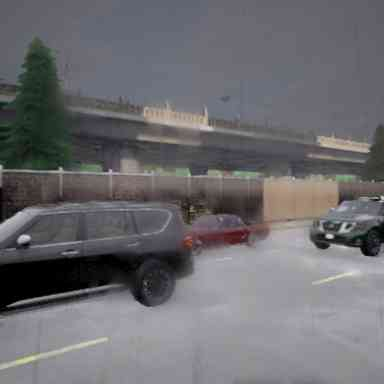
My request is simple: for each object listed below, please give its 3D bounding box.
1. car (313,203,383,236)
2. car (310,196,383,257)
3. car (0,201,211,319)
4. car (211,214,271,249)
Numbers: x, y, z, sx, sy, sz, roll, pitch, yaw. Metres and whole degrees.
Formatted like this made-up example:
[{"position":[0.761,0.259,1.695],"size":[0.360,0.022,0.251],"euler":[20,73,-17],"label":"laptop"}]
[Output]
[{"position":[9.312,1.453,19.174],"size":[5.008,1.535,1.882],"euler":[0,0,-35],"label":"car"},{"position":[7.108,1.203,13.311],"size":[5.566,2.045,2.150],"euler":[0,0,-35],"label":"car"},{"position":[-2.536,1.223,6.466],"size":[5.566,2.045,2.150],"euler":[0,0,-35],"label":"car"},{"position":[0.844,1.590,13.173],"size":[4.718,1.301,1.895],"euler":[0,0,-35],"label":"car"}]
